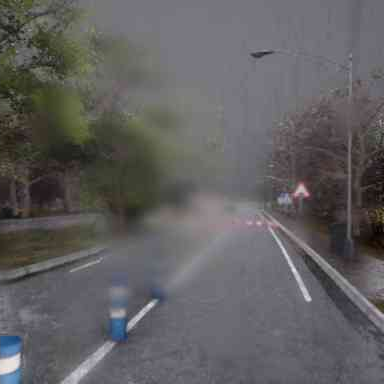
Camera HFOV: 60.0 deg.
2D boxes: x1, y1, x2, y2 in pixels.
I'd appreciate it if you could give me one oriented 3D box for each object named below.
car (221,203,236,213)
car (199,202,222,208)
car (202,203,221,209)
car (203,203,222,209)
[{"bbox_3d":[6.743,2.930,58.288,1.895,1.301,4.718,1,-1,10],"label":"car"},{"bbox_3d":[5.010,3.707,88.465,5.366,1.575,1.946,1,-3,10],"label":"car"},{"bbox_3d":[5.294,3.842,91.222,4.892,1.521,2.231,1,-3,10],"label":"car"},{"bbox_3d":[5.766,3.983,93.950,5.008,1.535,2.097,1,-3,10],"label":"car"}]
